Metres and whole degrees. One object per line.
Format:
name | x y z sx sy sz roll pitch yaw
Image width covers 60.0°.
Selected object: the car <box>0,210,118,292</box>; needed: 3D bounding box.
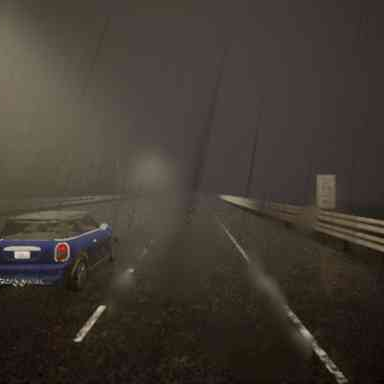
car | -3.443 1.284 8.914 2.097 1.767 4.553 0 0 0
